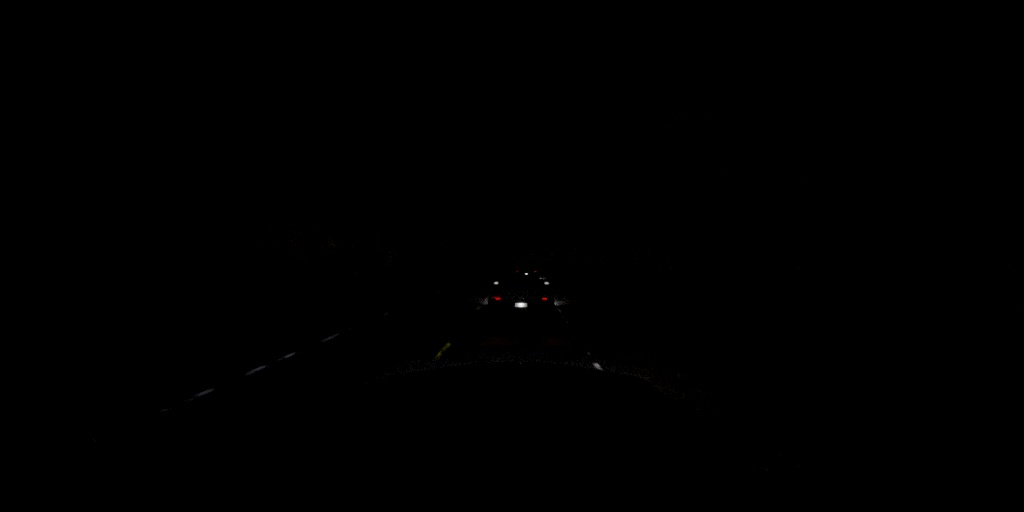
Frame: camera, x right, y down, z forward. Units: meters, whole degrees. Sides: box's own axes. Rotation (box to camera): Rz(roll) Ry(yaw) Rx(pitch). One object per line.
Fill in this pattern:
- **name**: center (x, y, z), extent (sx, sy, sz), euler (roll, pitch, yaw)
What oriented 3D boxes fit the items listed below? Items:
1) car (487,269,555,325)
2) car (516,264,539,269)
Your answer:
- **car**: center (0.309, 1.315, 11.851), extent (1.994, 1.385, 4.181), euler (0, 0, 2)
- **car**: center (1.228, 1.315, 28.842), extent (1.994, 1.385, 4.181), euler (0, 0, 4)
